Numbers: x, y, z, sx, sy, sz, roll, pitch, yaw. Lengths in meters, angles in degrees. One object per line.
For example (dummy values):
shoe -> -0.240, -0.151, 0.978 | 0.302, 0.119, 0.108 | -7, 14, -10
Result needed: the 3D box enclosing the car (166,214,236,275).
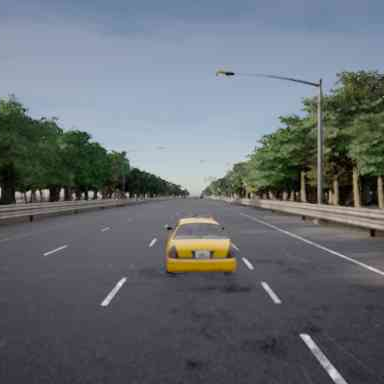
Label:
car -> 0.156, 1.450, 10.420 | 1.801, 1.575, 5.366 | 0, 0, -2
